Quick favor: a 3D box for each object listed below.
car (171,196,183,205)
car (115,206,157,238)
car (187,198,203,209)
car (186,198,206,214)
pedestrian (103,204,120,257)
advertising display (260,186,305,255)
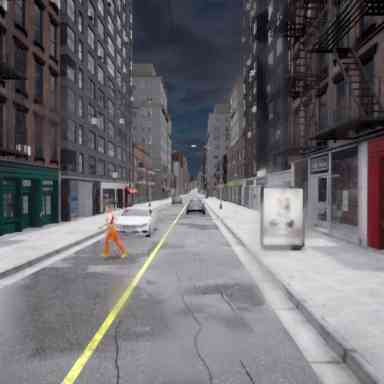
[{"bbox_3d":[-2.555,1.477,57.556,1.837,1.490,4.892,0,0,1],"label":"car"},{"bbox_3d":[-2.936,1.523,17.872,1.812,1.442,4.674,0,1,0],"label":"car"},{"bbox_3d":[0.465,1.529,45.513,2.033,1.411,5.357,0,0,1],"label":"car"},{"bbox_3d":[0.411,1.552,35.263,1.994,1.385,4.181,0,0,1],"label":"car"},{"bbox_3d":[-2.723,1.294,11.222,0.375,1.860,0.375,-1,1,-14],"label":"pedestrian"},{"bbox_3d":[3.255,1.023,11.993,1.540,2.440,0.280,0,0,1],"label":"advertising display"}]
